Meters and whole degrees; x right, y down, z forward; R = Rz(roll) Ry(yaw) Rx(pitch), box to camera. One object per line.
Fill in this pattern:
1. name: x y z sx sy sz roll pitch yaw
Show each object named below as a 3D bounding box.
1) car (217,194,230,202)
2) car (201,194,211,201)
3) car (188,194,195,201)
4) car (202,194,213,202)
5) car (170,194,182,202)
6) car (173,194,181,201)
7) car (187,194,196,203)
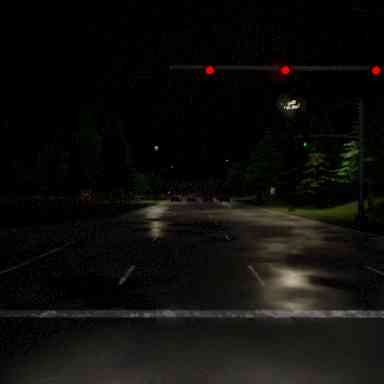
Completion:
1. car: 6.919 1.496 70.783 1.994 1.385 4.181 0 0 0
2. car: 3.408 1.302 80.782 2.128 1.511 4.902 0 0 0
3. car: -0.092 1.301 80.778 1.812 1.442 4.674 0 0 0
4. car: 3.420 1.496 70.779 1.994 1.385 4.181 0 0 0
5. car: -3.580 1.468 70.771 1.812 1.442 4.674 0 0 0
6. car: -3.592 1.301 80.774 1.812 1.442 4.674 0 0 0
7. car: -0.080 1.483 70.358 2.033 1.411 5.357 0 0 0
